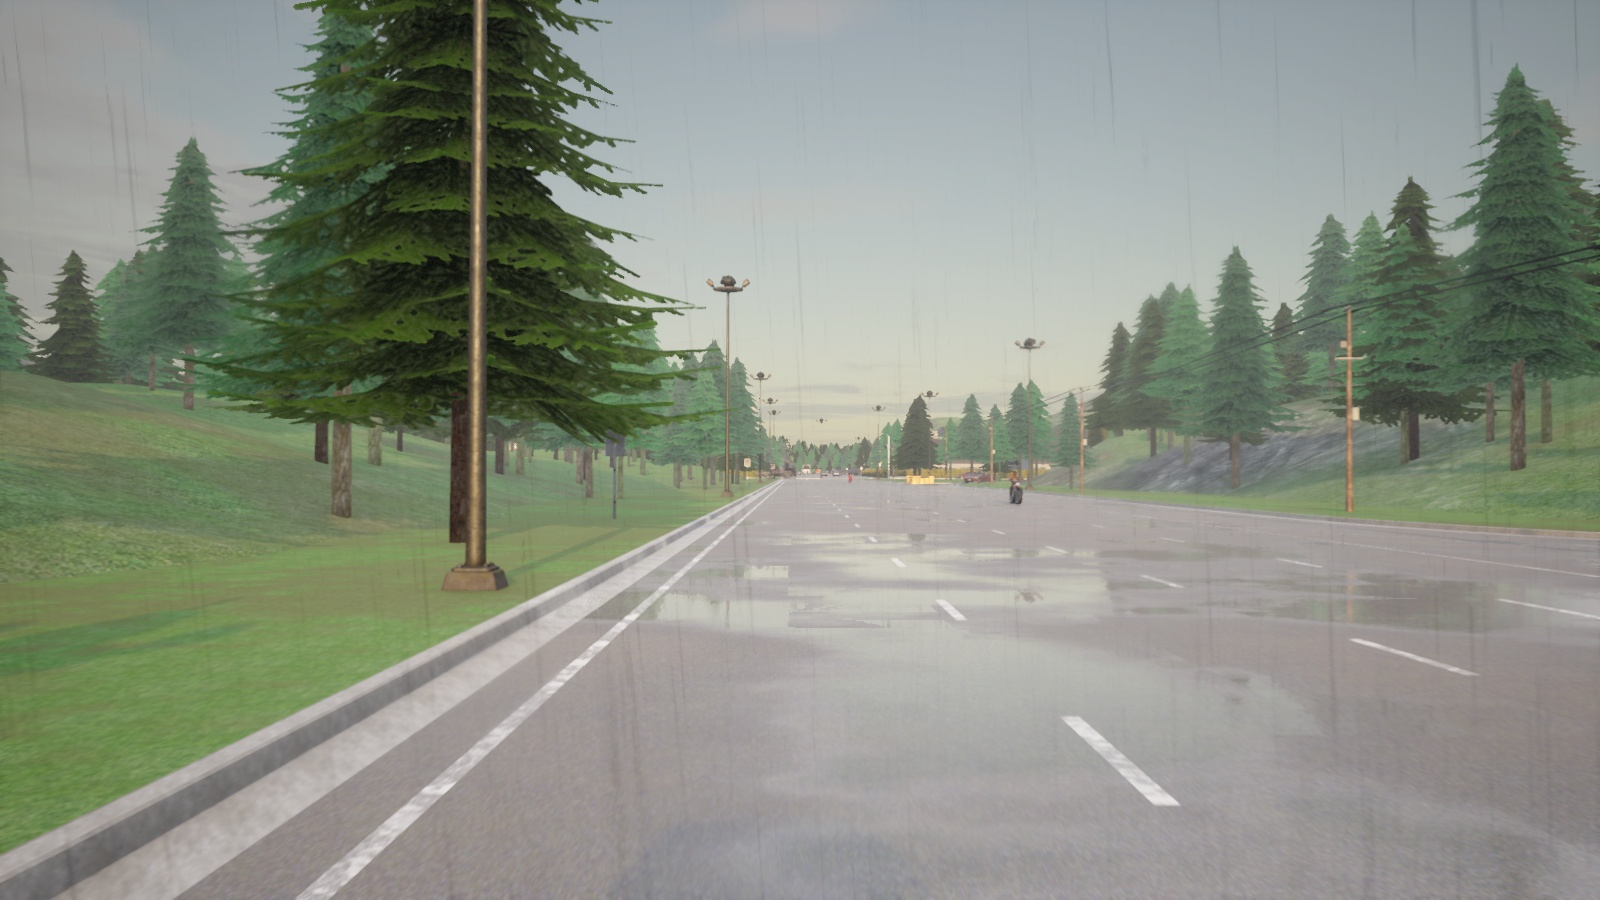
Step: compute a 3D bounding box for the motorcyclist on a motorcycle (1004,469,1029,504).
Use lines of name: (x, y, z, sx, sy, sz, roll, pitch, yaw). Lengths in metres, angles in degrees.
motorcyclist on a motorcycle: (10.354, 1.728, 60.034, 0.766, 1.649, 2.350, 0, -1, 0)
